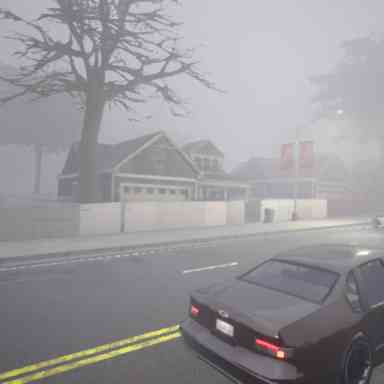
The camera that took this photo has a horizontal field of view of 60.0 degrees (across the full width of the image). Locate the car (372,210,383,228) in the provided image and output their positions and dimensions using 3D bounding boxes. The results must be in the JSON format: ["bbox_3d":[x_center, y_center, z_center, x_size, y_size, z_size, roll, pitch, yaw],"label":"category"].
[{"bbox_3d":[13.381,1.558,21.171,4.902,1.511,2.128,0,0,-35],"label":"car"}]

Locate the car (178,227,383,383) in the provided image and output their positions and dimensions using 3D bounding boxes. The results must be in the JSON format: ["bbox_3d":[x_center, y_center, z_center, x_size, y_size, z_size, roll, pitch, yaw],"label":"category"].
[{"bbox_3d":[2.405,1.557,5.153,5.357,1.411,2.033,0,0,-35],"label":"car"}]
